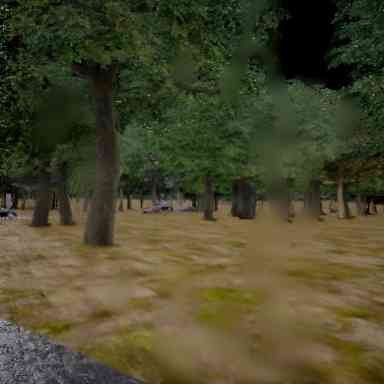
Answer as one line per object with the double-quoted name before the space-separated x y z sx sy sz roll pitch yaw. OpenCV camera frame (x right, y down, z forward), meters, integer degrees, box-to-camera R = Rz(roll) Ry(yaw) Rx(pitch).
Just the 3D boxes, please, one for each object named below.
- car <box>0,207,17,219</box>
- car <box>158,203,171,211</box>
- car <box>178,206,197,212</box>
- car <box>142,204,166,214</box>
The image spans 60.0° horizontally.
"car" -23.283 2.442 39.381 2.128 1.511 4.902 -1 -2 33
"car" -6.553 3.140 70.541 2.097 1.767 4.553 -1 -3 33
"car" -0.866 3.714 73.755 2.033 1.411 5.357 -1 -3 33
"car" -7.559 3.439 63.481 1.994 1.385 4.181 -1 -3 33
